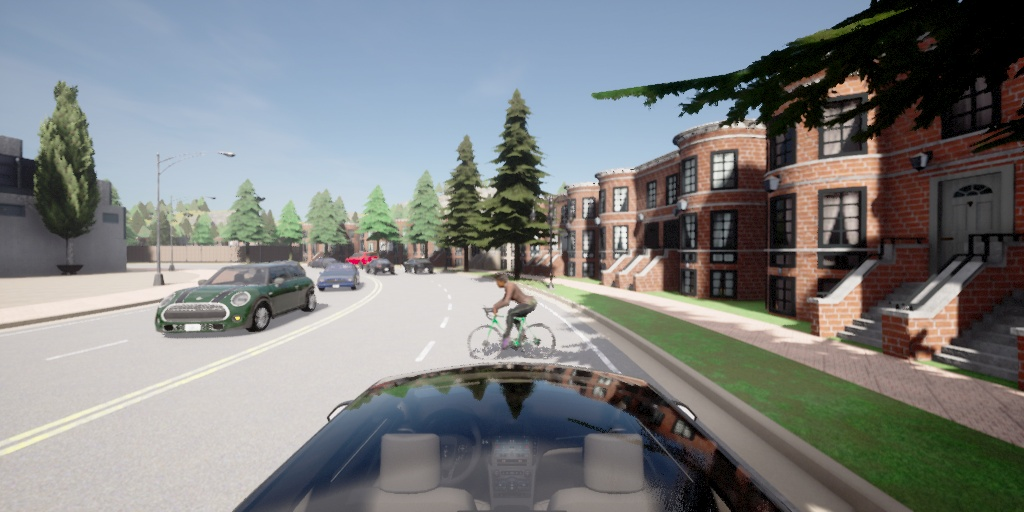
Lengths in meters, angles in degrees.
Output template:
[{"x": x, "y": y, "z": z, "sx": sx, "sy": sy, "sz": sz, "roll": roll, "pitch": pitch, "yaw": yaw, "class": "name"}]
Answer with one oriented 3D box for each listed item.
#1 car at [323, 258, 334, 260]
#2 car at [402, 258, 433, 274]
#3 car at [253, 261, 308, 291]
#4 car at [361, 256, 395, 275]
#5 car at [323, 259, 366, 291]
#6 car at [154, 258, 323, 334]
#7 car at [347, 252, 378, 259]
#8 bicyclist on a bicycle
[{"x": -23.049, "y": 0.893, "z": 44.133, "sx": 5.357, "sy": 1.411, "sz": 2.033, "roll": 0, "pitch": 1, "yaw": 36, "class": "car"}, {"x": -9.135, "y": 0.945, "z": 34.642, "sx": 1.837, "sy": 1.490, "sz": 4.892, "roll": 0, "pitch": 1, "yaw": -33, "class": "car"}, {"x": -13.606, "y": 1.071, "z": 21.393, "sx": 1.837, "sy": 1.490, "sz": 4.892, "roll": 0, "pitch": 0, "yaw": -22, "class": "car"}, {"x": -12.209, "y": 0.979, "z": 33.043, "sx": 1.812, "sy": 1.442, "sz": 4.674, "roll": 0, "pitch": 1, "yaw": -35, "class": "car"}, {"x": -9.829, "y": 1.117, "z": 20.682, "sx": 2.033, "sy": 1.411, "sz": 5.357, "roll": 0, "pitch": 1, "yaw": -20, "class": "car"}, {"x": -7.572, "y": 1.018, "z": 10.398, "sx": 2.097, "sy": 1.767, "sz": 4.553, "roll": 0, "pitch": 1, "yaw": -7, "class": "car"}, {"x": -18.934, "y": 0.552, "z": 45.318, "sx": 5.566, "sy": 2.045, "sz": 2.150, "roll": -1, "pitch": 0, "yaw": 40, "class": "car"}, {"x": -0.020, "y": 1.150, "z": 6.690, "sx": 1.656, "sy": 1.620, "sz": 0.582, "roll": -2, "pitch": 1, "yaw": -1, "class": "bicyclist on a bicycle"}]
